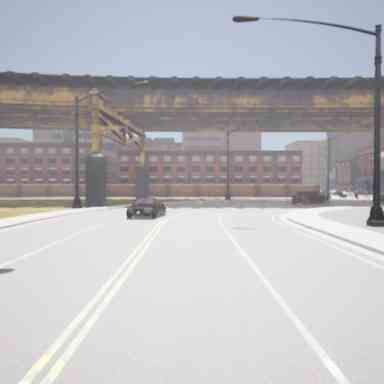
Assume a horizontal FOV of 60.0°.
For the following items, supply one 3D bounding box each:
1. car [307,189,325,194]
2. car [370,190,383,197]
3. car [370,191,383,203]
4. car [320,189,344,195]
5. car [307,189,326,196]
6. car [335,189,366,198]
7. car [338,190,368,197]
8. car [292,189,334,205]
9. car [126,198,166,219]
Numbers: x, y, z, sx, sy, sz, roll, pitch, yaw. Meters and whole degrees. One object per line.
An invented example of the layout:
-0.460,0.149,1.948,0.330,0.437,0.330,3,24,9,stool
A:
29.560,-0.155,79.123,4.536,1.218,1.853,-1,1,-39,car
32.253,0.234,58.185,1.853,1.218,4.536,1,1,31,car
25.717,0.759,42.079,4.674,1.442,1.812,0,1,-3,car
33.607,-0.010,79.910,2.038,1.542,4.974,-1,1,-34,car
29.601,0.002,79.159,4.974,1.542,2.038,-1,1,-39,car
29.184,0.351,60.302,2.038,1.542,4.974,-1,1,-29,car
29.158,0.192,60.345,1.853,1.218,4.536,-1,1,-29,car
14.113,0.626,39.528,4.553,1.767,2.097,-1,1,-27,car
-3.203,1.124,23.751,1.994,1.385,4.181,0,1,9,car
